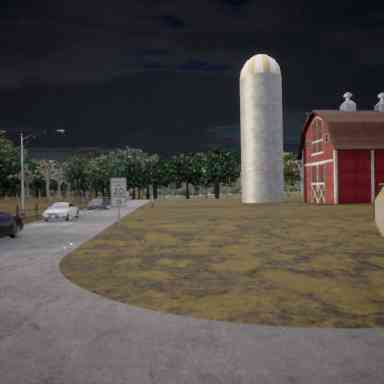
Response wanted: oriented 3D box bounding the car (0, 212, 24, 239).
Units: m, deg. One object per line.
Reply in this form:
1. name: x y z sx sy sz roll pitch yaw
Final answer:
1. car: -9.428 1.596 15.031 2.033 1.411 5.357 -1 0 -7

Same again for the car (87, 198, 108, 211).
1. car: -11.950 1.600 42.271 1.837 1.490 4.892 -1 0 -5

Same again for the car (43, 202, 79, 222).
1. car: -10.578 1.579 27.114 1.812 1.442 4.674 -1 0 -5
